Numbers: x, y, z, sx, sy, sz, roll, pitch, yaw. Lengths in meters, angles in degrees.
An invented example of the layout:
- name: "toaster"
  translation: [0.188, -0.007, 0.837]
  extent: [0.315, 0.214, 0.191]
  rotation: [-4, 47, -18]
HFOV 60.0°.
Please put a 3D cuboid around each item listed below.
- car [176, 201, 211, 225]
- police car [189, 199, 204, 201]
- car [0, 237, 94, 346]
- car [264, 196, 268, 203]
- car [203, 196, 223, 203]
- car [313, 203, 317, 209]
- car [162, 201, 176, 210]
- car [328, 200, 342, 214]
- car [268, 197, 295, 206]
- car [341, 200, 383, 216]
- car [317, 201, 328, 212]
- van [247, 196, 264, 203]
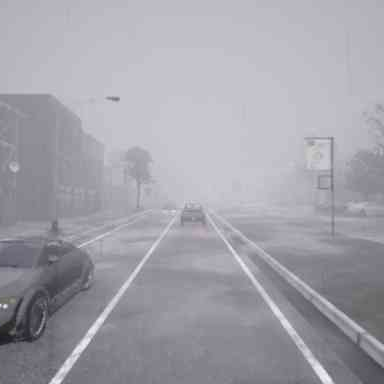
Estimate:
- name: "car"
  translation: [0.096, 1.701, 25.761]
  extent: [2.128, 1.511, 4.902]
  rotation: [0, -1, 0]
- name: "police car"
  translation: [0.093, 1.866, 42.949]
  extent: [2.038, 1.542, 4.974]
  rotation: [0, -1, 0]
- name: "car"
  translation: [-3.351, 1.604, 6.383]
  extent: [1.994, 1.385, 4.181]
  rotation: [0, 0, 0]
- name: "car"
  translation: [18.673, 2.099, 71.984]
  extent: [4.674, 1.452, 2.002]
  rotation: [0, 0, 0]
- name: "car"
  translation: [6.074, 2.386, 93.321]
  extent: [5.366, 1.575, 1.946]
  rotation: [0, -1, 0]
- name: "car"
  translation: [18.697, 1.864, 44.479]
  extent: [4.674, 1.452, 2.002]
  rotation: [0, 0, 0]
- name: "car"
  translation: [-3.332, 1.984, 49.616]
  extent: [1.994, 1.385, 4.181]
  rotation: [0, -1, 0]
- name: "car"
  translation: [18.702, 1.769, 37.930]
  extent: [5.008, 1.535, 2.097]
  rotation: [0, 0, 0]
- name: "car"
  translation: [18.744, 1.904, 68.815]
  extent: [4.553, 1.767, 2.185]
  rotation: [0, -1, 0]
- name: "car"
  translation: [18.692, 1.782, 34.781]
  extent: [4.674, 1.452, 2.002]
  rotation: [0, 0, 0]
- name: "car"
  translation: [18.692, 1.798, 41.203]
  extent: [4.892, 1.521, 2.231]
  rotation: [0, 0, 0]
- name: "van"
  translation: [18.415, 2.152, 92.780]
  extent: [4.442, 1.987, 1.878]
  rotation: [0, -1, 0]
